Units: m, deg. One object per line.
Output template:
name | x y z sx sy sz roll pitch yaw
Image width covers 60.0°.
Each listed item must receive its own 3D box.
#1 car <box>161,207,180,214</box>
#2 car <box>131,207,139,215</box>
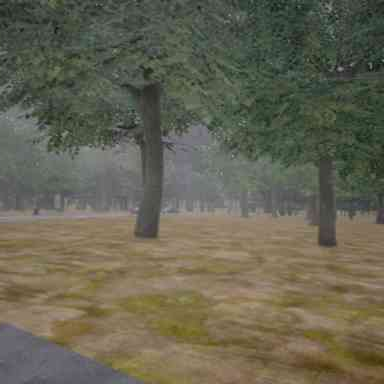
car | -4.594 3.952 70.421 2.033 1.411 5.357 0 -3 28
car | -9.399 3.531 61.358 1.812 1.442 4.674 0 -3 29
